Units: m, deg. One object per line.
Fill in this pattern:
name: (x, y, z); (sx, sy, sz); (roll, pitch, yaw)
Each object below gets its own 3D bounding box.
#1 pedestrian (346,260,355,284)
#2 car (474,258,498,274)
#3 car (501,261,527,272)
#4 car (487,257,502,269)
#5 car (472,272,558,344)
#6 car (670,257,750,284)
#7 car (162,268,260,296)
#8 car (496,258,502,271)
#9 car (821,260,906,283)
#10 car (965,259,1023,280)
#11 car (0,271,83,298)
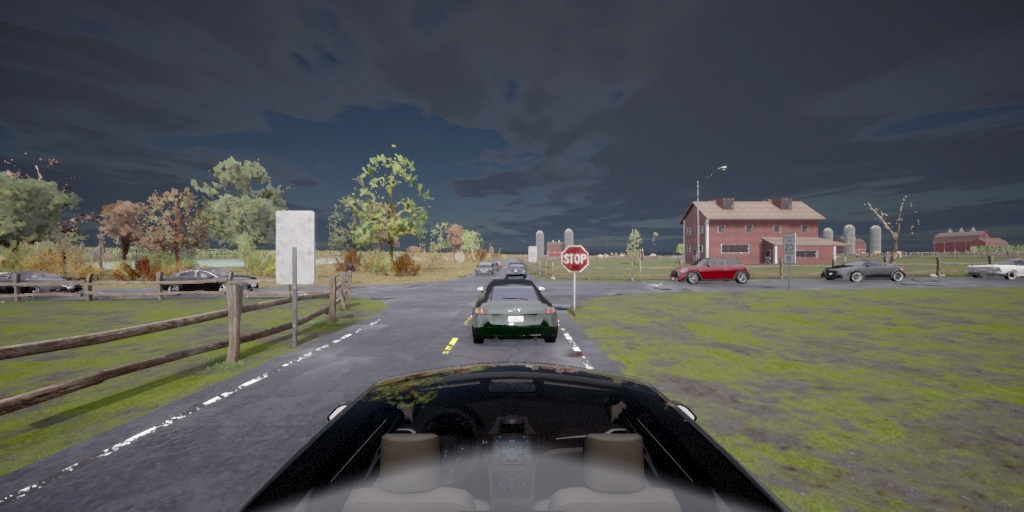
pedestrian: (-12.122, 1.161, 26.731); (0.375, 1.860, 0.375); (0, 1, 1)
car: (-2.791, 1.271, 37.853); (1.812, 1.442, 4.674); (0, 0, 0)
car: (0.360, 1.294, 32.291); (2.033, 1.411, 5.357); (0, 0, 1)
car: (-2.723, 1.094, 56.562); (2.097, 1.767, 4.553); (0, 0, 1)
car: (-0.009, 1.312, 9.662); (1.994, 1.385, 4.181); (0, 0, -3)
car: (12.851, 0.883, 23.531); (4.553, 1.767, 2.097); (-1, 0, 2)
car: (-17.435, 1.473, 20.827); (4.902, 1.511, 2.128); (-1, 0, 1)
car: (-2.760, 1.307, 46.831); (1.994, 1.385, 4.181); (0, 0, 1)
car: (22.797, 0.950, 23.385); (4.181, 1.385, 1.994); (-1, 0, 1)
car: (32.813, 0.838, 23.289); (4.718, 1.301, 1.895); (-1, 0, 1)
car: (-28.220, 1.622, 21.036); (4.902, 1.511, 2.128); (-1, 0, 2)
